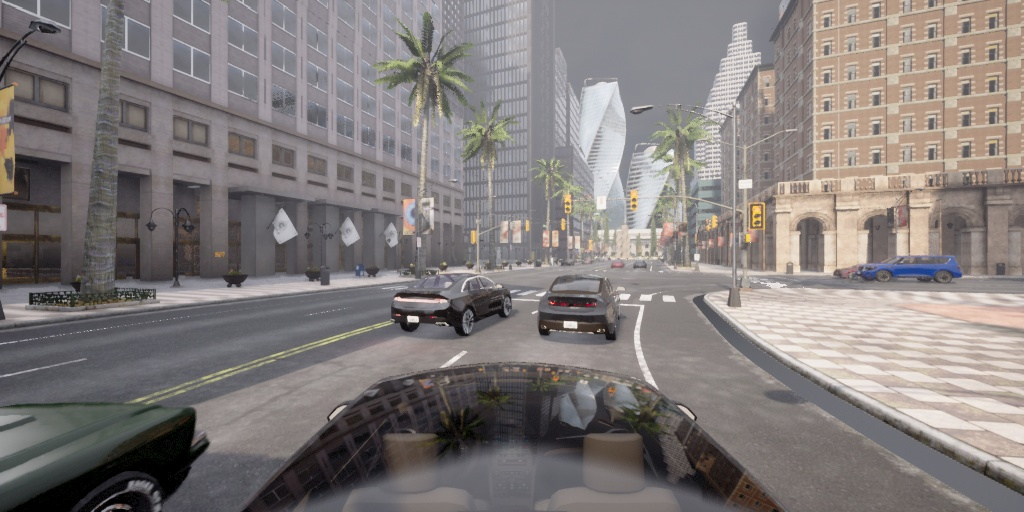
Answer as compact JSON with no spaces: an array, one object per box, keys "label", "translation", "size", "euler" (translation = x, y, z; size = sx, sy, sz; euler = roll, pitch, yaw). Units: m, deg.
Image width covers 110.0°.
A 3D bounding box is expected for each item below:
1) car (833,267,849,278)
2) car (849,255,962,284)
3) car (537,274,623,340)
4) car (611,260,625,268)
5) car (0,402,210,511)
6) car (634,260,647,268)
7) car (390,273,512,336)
[{"label":"car","translation":[30.394,1.314,30.759],"size":[4.181,1.385,1.994],"euler":[0,0,21]},{"label":"car","translation":[29.879,0.972,27.200],"size":[5.566,2.045,2.150],"euler":[0,0,21]},{"label":"car","translation":[2.042,1.255,10.123],"size":[1.837,1.490,4.892],"euler":[0,0,18]},{"label":"car","translation":[17.873,1.314,60.251],"size":[1.994,1.385,4.181],"euler":[0,0,22]},{"label":"car","translation":[-3.318,1.351,0.636],"size":[1.895,1.301,4.718],"euler":[0,0,1]},{"label":"car","translation":[21.102,1.313,58.904],"size":[1.994,1.385,4.181],"euler":[0,0,22]},{"label":"car","translation":[-1.482,1.242,10.541],"size":[2.128,1.511,4.902],"euler":[0,0,19]}]
